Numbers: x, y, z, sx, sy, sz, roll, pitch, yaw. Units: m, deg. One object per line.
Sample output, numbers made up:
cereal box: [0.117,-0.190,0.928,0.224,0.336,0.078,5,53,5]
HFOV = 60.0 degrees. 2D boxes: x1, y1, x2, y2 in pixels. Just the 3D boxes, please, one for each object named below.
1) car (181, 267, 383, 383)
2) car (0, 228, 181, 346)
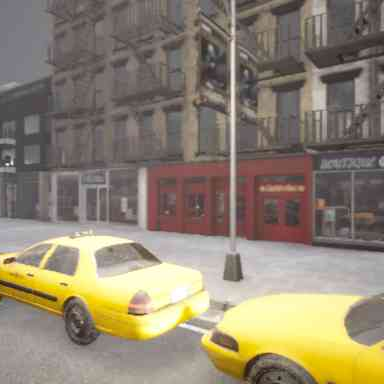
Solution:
car: [2.615,1.468,2.891,5.366,1.575,1.801,0,0,35]
car: [-2.271,1.479,6.373,5.366,1.575,1.801,0,0,35]
